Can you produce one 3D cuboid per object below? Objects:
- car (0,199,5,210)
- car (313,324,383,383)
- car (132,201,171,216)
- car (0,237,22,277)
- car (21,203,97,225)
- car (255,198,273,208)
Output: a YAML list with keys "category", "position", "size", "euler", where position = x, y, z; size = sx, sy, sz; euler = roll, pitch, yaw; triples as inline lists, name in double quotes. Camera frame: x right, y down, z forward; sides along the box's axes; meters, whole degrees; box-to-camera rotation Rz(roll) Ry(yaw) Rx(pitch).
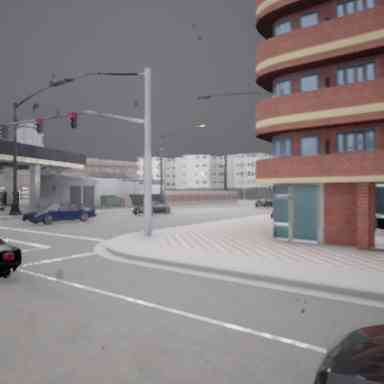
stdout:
- category: "car"
  position: [-24.317, 1.488, 40.185]
  size: [3.806, 1.475, 1.970]
  euler: [0, 0, 36]
- category: "car"
  position: [3.181, 1.504, 1.722]
  size: [4.892, 1.490, 1.837]
  euler: [0, 0, 35]
- category: "car"
  position: [-3.963, 1.581, 32.992]
  size: [1.994, 1.385, 4.181]
  euler: [0, 0, 35]
- category: "car"
  position: [-6.543, 1.609, 9.161]
  size: [4.718, 1.301, 1.895]
  euler: [0, 0, 42]
- category: "car"
  position: [-9.657, 1.564, 24.729]
  size: [2.033, 1.411, 5.357]
  euler: [0, 0, 34]
- category: "car"
  position: [10.502, 1.541, 47.479]
  size: [1.812, 1.442, 4.674]
  euler: [0, 0, 35]
